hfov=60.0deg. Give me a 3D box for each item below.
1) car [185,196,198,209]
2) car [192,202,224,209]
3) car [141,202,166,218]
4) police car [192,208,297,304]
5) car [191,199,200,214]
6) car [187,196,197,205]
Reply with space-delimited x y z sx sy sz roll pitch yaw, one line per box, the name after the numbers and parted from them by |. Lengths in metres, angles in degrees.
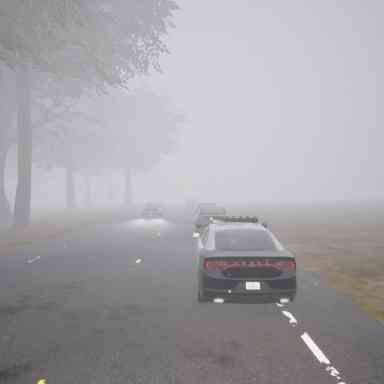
0.059 1.579 45.911 2.033 1.411 5.357 0 0 0 | car
1.065 1.505 18.243 1.837 1.490 4.892 0 0 0 | car
-3.477 1.607 30.750 1.895 1.301 4.718 0 0 0 | car
1.058 1.423 8.350 1.930 1.638 5.238 0 0 0 | police car
1.069 1.508 24.245 1.837 1.490 4.892 0 0 0 | car
0.046 1.577 63.642 1.882 1.535 5.008 0 0 0 | car
